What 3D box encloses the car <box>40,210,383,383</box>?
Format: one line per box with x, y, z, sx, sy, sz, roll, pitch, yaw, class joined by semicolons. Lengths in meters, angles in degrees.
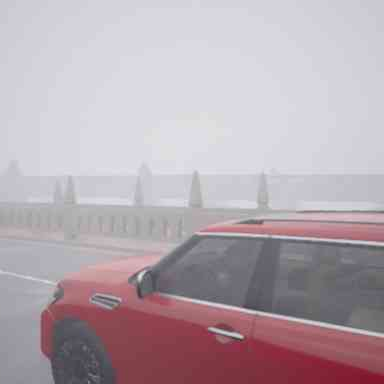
0.908;1.205;3.167;5.566;2.045;2.150;0;0;34;car
